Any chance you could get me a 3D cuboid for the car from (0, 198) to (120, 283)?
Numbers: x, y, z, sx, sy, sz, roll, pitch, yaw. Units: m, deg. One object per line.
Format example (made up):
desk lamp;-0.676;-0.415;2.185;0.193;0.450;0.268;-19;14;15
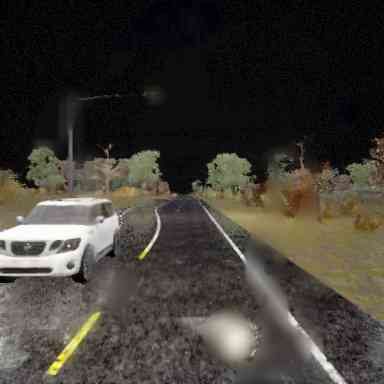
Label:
car;-3.644;1.225;9.976;2.150;2.045;5.566;0;0;-1
